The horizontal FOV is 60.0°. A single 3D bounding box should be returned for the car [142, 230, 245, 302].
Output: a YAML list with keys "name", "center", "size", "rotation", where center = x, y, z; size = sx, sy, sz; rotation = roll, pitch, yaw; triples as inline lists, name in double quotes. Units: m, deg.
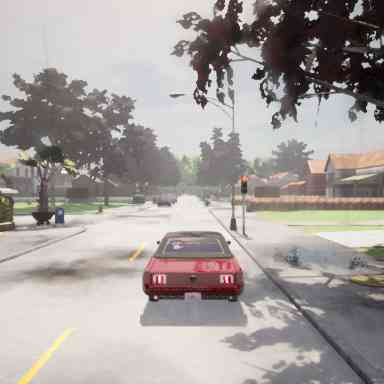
- name: "car"
  center: [0.042, 1.601, 8.226]
  size: [1.895, 1.301, 4.718]
  rotation: [0, 0, 1]

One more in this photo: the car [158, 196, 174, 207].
- name: "car"
  center: [-4.154, 1.601, 50.852]
  size: [1.895, 1.301, 4.718]
  rotation: [0, 0, 0]

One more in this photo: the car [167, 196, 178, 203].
- name: "car"
  center: [-4.080, 1.540, 71.205]
  size: [2.033, 1.411, 5.357]
  rotation: [0, 0, 0]

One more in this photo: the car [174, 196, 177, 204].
- name: "car"
  center: [-4.135, 1.564, 60.844]
  size: [1.994, 1.385, 4.181]
  rotation: [0, 0, 0]
